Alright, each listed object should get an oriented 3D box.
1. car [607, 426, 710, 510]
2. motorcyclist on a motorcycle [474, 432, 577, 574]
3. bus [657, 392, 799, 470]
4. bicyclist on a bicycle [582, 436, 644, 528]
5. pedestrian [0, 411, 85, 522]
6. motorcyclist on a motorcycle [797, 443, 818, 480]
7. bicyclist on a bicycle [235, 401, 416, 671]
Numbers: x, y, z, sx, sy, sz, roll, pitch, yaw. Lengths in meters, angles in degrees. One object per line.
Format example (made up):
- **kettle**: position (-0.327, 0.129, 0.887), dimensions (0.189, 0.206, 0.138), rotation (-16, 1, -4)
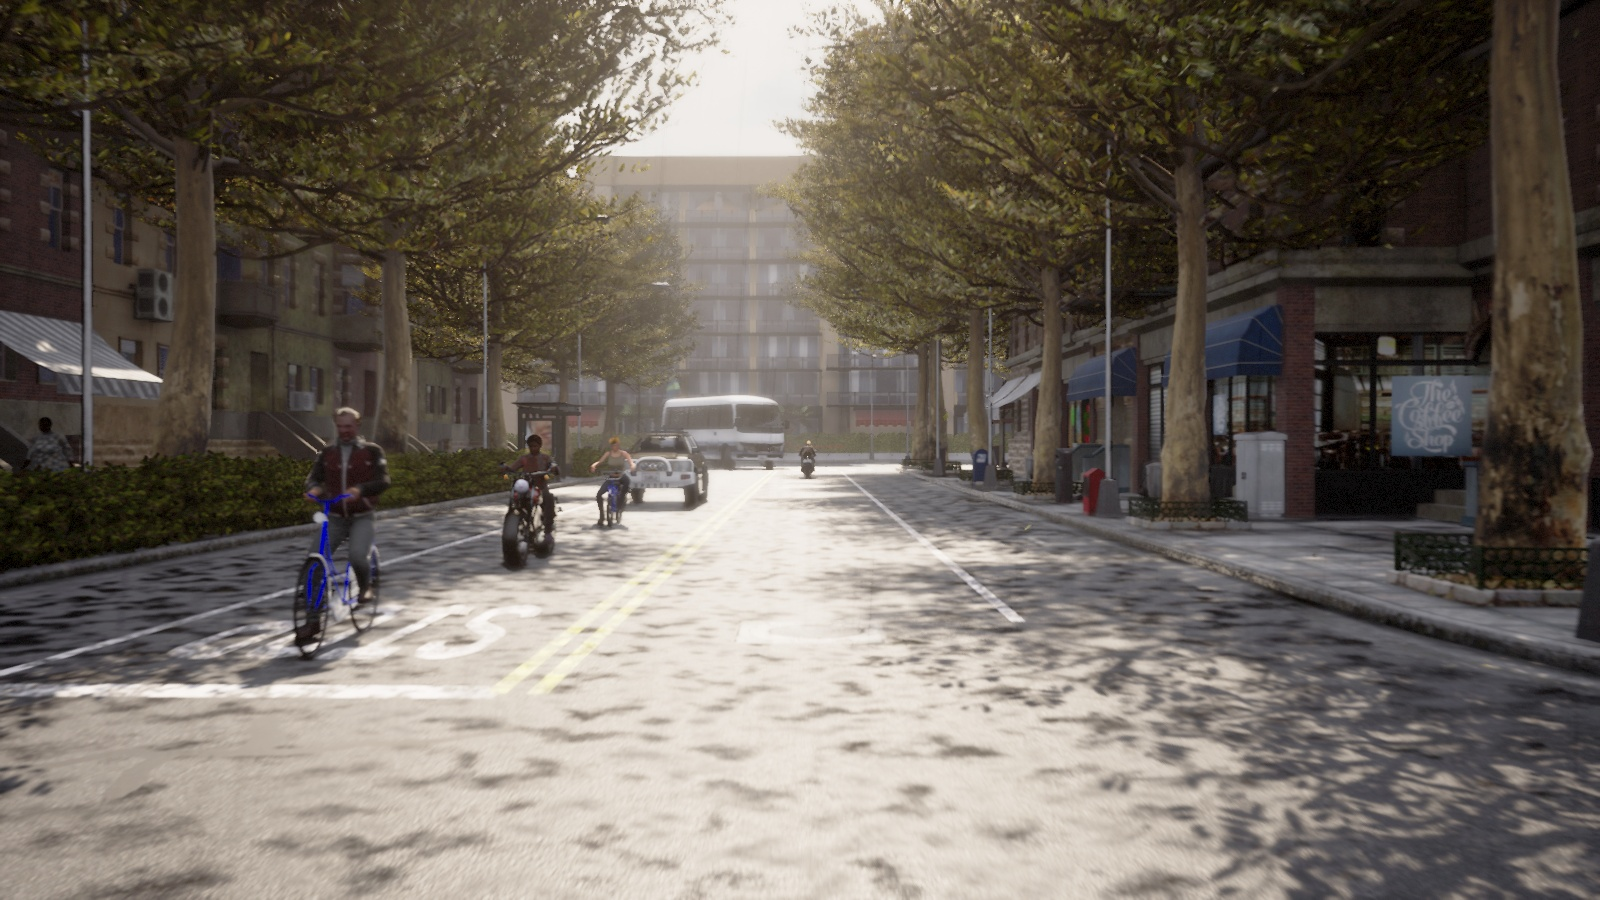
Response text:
- **car**: position (-3.312, 0.390, 30.292), dimensions (1.932, 1.855, 4.605), rotation (0, 0, 0)
- **motorcyclist on a motorcycle**: position (-3.395, 0.605, 15.770), dimensions (0.766, 1.649, 2.350), rotation (0, 0, 0)
- **bus**: position (-4.436, -1.052, 74.122), dimensions (3.944, 4.253, 10.273), rotation (1, 0, -31)
- **bicyclist on a bicycle**: position (-3.351, 0.553, 22.605), dimensions (0.866, 1.612, 1.509), rotation (0, 0, 1)
- **pedestrian**: position (-12.891, 0.272, 21.401), dimensions (0.874, 1.855, 0.900), rotation (0, 0, 5)
- **motorcyclist on a motorcycle**: position (0.322, 0.477, 54.119), dimensions (0.866, 1.530, 2.191), rotation (0, 0, 0)
- **bicyclist on a bicycle**: position (-3.393, 0.563, 9.162), dimensions (0.659, 1.776, 1.843), rotation (0, 0, -1)
